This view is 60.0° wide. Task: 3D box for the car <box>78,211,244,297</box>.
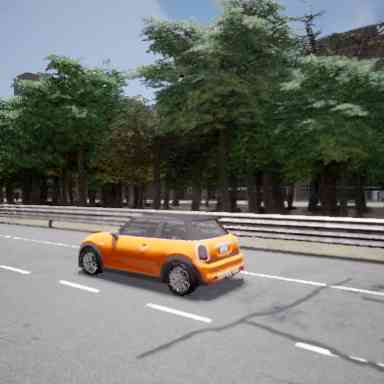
[{"bbox_3d":[-0.996,1.356,8.881,4.553,1.767,2.097,0,0,36],"label":"car"}]
